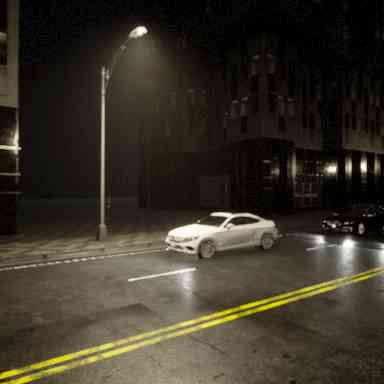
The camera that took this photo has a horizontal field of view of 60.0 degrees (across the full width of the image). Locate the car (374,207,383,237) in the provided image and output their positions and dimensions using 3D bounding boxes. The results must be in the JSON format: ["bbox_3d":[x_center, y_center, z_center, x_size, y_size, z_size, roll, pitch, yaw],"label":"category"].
[{"bbox_3d":[10.880,1.472,15.337,5.357,1.411,2.033,0,0,-35],"label":"car"}]

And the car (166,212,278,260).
[{"bbox_3d":[1.265,1.490,12.495,4.674,1.442,1.812,0,0,-35],"label":"car"}]

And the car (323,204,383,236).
[{"bbox_3d":[9.077,1.427,18.044,4.892,1.490,1.837,-1,1,-35],"label":"car"}]
